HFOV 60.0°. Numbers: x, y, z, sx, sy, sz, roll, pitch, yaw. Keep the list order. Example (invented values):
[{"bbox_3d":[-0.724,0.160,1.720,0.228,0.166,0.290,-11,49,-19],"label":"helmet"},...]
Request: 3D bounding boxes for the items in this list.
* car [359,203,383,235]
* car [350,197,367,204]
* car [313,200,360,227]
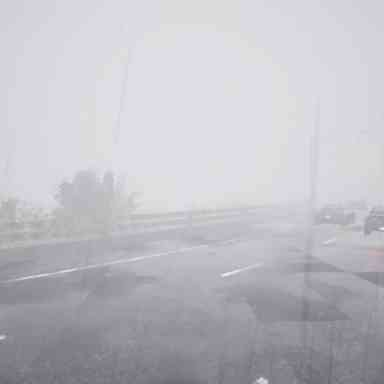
[{"bbox_3d":[10.461,1.441,17.555,1.837,1.490,4.892,0,1,38],"label":"car"},{"bbox_3d":[18.579,1.348,37.446,1.882,1.535,5.008,0,0,27],"label":"car"},{"bbox_3d":[9.582,1.491,22.206,1.994,1.385,4.181,0,0,36],"label":"car"}]
